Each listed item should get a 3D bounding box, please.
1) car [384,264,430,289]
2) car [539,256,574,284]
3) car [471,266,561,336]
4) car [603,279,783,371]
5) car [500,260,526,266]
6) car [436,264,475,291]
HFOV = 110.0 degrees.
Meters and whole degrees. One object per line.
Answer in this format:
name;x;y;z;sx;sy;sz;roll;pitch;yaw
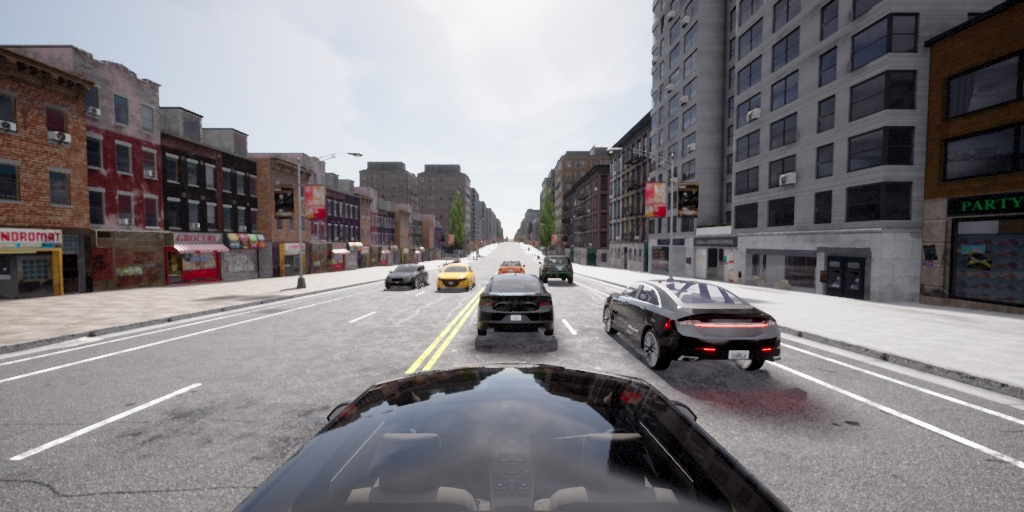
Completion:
car;-6.629;1.272;23.094;1.837;1.490;4.892;0;0;0
car;3.311;0.991;27.537;2.150;2.045;5.566;0;0;0
car;0.086;1.232;10.479;1.882;1.535;5.008;0;0;0
car;3.338;1.243;7.701;2.128;1.511;4.902;0;0;0
car;0.027;1.122;29.614;2.097;1.767;4.553;0;0;3
car;-3.378;1.244;22.327;1.882;1.535;5.008;0;0;0
